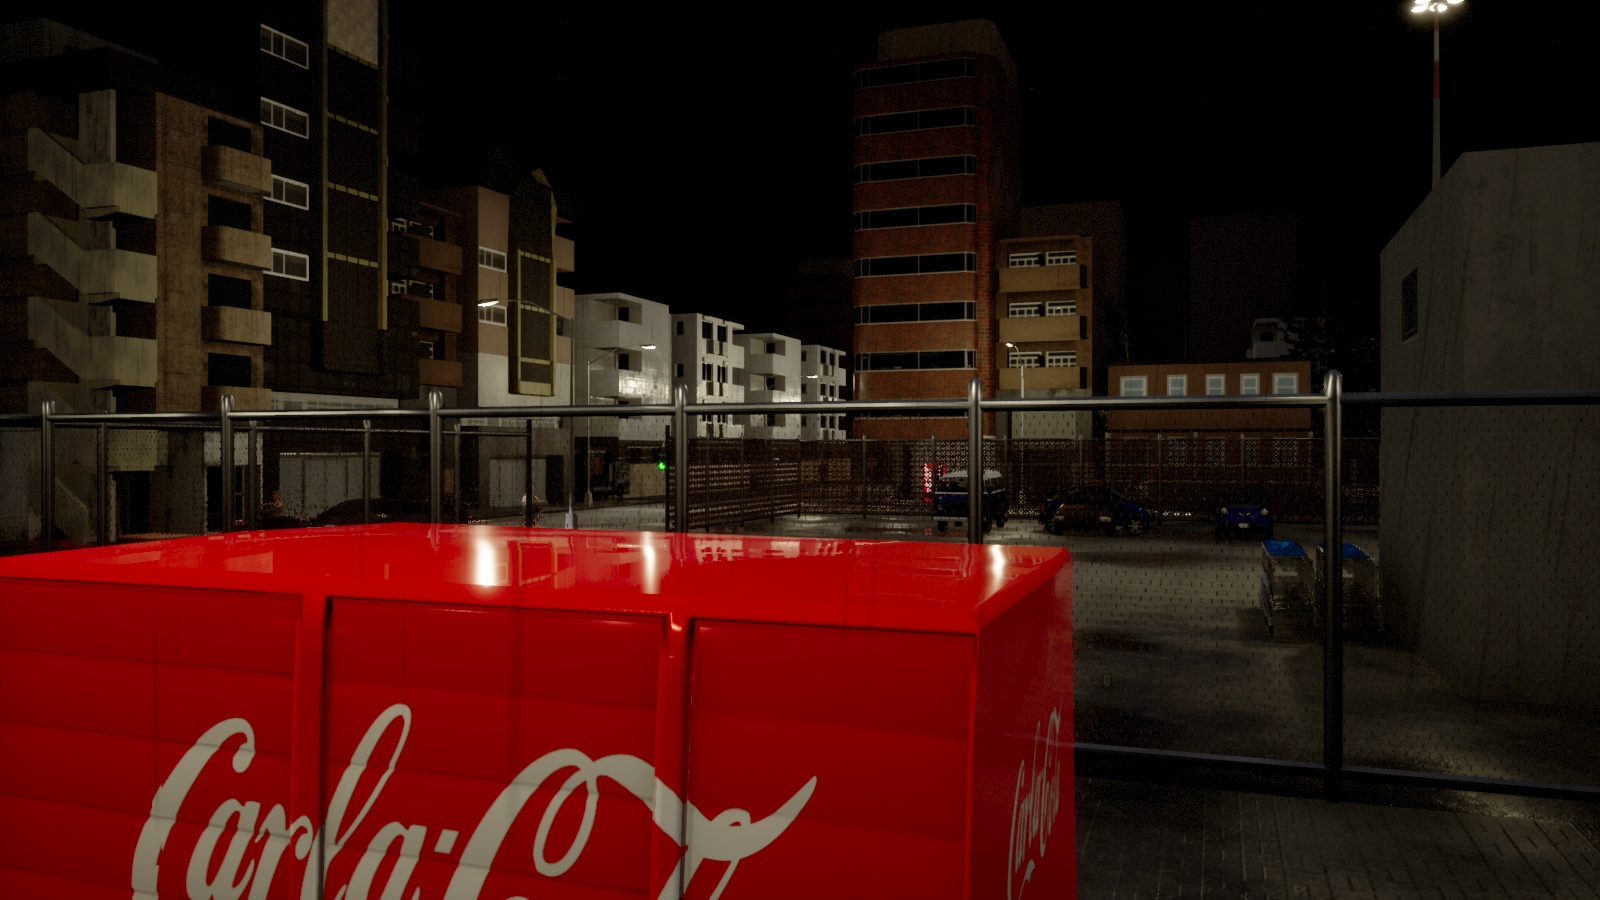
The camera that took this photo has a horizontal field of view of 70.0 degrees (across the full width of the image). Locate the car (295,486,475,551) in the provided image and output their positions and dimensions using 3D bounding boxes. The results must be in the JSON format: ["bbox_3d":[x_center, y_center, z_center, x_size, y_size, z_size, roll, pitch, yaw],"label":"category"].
[{"bbox_3d":[-11.514,1.851,32.124,2.163,1.488,4.792,0,0,20],"label":"car"}]

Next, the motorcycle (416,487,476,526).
[{"bbox_3d":[-12.578,1.995,40.689,0.867,1.251,2.209,0,0,20],"label":"motorcycle"}]

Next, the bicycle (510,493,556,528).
[{"bbox_3d":[-9.038,2.045,38.703,0.859,1.080,1.487,0,0,20],"label":"bicycle"}]

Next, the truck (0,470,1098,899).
[{"bbox_3d":[-1.648,1.349,4.450,5.204,2.467,2.627,0,0,20],"label":"truck"}]

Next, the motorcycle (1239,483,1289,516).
[{"bbox_3d":[18.411,1.962,45.398,1.805,1.236,0.856,0,0,20],"label":"motorcycle"}]

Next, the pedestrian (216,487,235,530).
[{"bbox_3d":[-17.919,1.815,35.620,0.375,1.300,0.375,0,0,25],"label":"pedestrian"}]
